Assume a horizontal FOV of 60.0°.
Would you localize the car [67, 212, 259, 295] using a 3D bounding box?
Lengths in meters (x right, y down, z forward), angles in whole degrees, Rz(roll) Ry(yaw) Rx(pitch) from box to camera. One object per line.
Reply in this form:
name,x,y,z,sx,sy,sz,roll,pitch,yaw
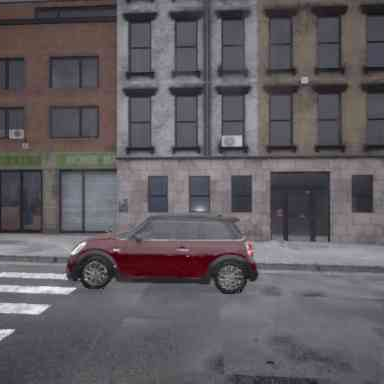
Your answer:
car,-0.695,1.342,8.368,4.553,1.767,2.097,1,0,3
